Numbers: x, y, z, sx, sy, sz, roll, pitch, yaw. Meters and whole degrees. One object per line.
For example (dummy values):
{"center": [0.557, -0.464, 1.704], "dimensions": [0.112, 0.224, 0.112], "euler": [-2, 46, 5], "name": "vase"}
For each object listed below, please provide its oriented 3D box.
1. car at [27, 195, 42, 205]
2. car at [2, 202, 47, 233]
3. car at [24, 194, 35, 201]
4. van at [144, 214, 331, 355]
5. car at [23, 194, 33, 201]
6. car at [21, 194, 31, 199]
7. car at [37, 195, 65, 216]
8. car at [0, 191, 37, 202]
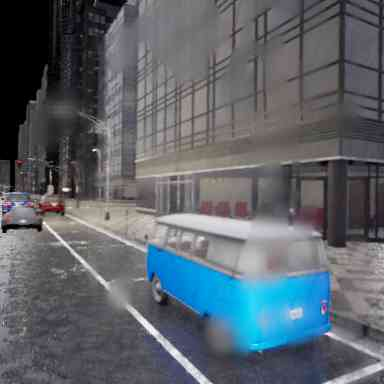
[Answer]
{"center": [-25.787, 1.294, 54.276], "dimensions": [2.008, 1.369, 4.403], "euler": [1, 0, -29], "name": "car"}
{"center": [-9.668, 1.460, 19.012], "dimensions": [1.994, 1.385, 4.181], "euler": [1, 0, -28], "name": "car"}
{"center": [-33.869, 1.210, 69.127], "dimensions": [1.887, 1.381, 4.507], "euler": [1, 0, -29], "name": "car"}
{"center": [0.480, 1.361, 6.012], "dimensions": [1.690, 1.788, 3.998], "euler": [1, 0, -29], "name": "van"}
{"center": [-36.563, 1.185, 74.077], "dimensions": [1.887, 1.381, 4.507], "euler": [1, 0, -29], "name": "car"}
{"center": [-41.951, 1.143, 83.978], "dimensions": [2.008, 1.369, 4.403], "euler": [1, 0, -29], "name": "car"}
{"center": [-12.948, 1.189, 30.689], "dimensions": [2.192, 1.841, 5.009], "euler": [1, 0, -29], "name": "car"}
{"center": [-14.475, 1.066, 27.730], "dimensions": [2.150, 2.045, 5.566], "euler": [1, 0, -29], "name": "car"}
